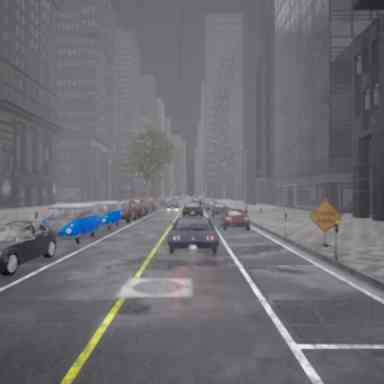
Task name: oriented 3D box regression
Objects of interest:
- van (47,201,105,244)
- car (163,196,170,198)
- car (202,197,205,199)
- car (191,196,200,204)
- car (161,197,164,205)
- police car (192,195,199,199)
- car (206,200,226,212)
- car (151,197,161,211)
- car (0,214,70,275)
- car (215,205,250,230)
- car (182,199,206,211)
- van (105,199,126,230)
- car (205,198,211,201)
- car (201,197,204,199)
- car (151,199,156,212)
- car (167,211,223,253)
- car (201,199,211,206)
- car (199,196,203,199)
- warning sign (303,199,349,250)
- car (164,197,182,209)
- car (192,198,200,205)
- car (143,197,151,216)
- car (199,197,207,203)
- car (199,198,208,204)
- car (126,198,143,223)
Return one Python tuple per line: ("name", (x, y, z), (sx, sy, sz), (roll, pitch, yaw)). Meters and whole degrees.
("van", (-5.765, 1.456, 16.196), (1.690, 1.788, 3.998), (0, 0, 0))
("car", (-5.773, 1.759, 61.613), (2.192, 1.841, 5.009), (0, 0, 0))
("car", (2.754, 1.886, 50.437), (1.752, 1.417, 4.829), (0, 0, 0))
("car", (0.718, 1.922, 78.639), (2.097, 1.767, 4.553), (0, -1, 0))
("car", (-5.771, 1.911, 50.258), (2.008, 1.369, 4.403), (0, 0, 0))
("police car", (0.891, 1.879, 62.787), (1.930, 1.638, 5.238), (0, 0, 0))
("car", (2.757, 1.787, 33.234), (2.008, 1.369, 4.403), (0, 0, 0))
("car", (-5.770, 1.633, 44.582), (2.192, 1.841, 5.009), (0, 0, 0))
("car", (-5.765, 1.626, 10.517), (2.008, 1.369, 4.403), (0, 0, 0))
("car", (2.759, 1.737, 21.879), (1.802, 1.307, 4.206), (0, 0, 0))
("car", (0.073, 1.706, 32.116), (1.882, 1.535, 5.008), (0, 0, 0))
("van", (-5.766, 1.497, 21.873), (1.690, 1.788, 3.998), (0, 0, 0))
("car", (2.755, 1.900, 44.589), (1.802, 1.307, 4.206), (0, 0, 0))
("car", (2.753, 1.984, 55.944), (1.802, 1.307, 4.206), (0, 0, 0))
("car", (-5.769, 1.843, 38.903), (1.947, 1.339, 4.313), (0, 0, 0))
("car", (0.061, 1.701, 14.139), (1.895, 1.301, 4.718), (0, 0, 0))
("car", (2.752, 2.053, 67.299), (1.947, 1.339, 4.313), (0, 0, 0))
("car", (2.752, 1.884, 61.623), (1.967, 1.590, 4.097), (0, 0, 0))
("warning sign", (5.067, 1.205, 12.680), (1.300, 1.860, 1.060), (0, 0, 0))
("car", (-3.081, 1.948, 53.542), (1.994, 1.385, 4.181), (0, 0, 0))
("car", (0.889, 2.055, 72.676), (1.812, 1.442, 4.674), (0, 0, 0))
("car", (-5.768, 1.552, 33.228), (2.192, 1.841, 5.009), (0, 0, 0))
("car", (2.749, 2.059, 84.332), (1.967, 1.590, 4.097), (0, 0, 0))
("car", (2.750, 2.126, 78.654), (2.008, 1.369, 4.403), (0, 0, 0))
("car", (-5.767, 1.511, 27.551), (2.192, 1.841, 5.009), (0, 0, 0))
